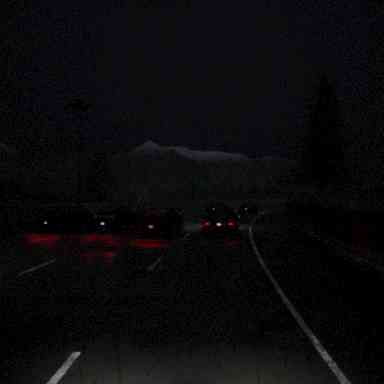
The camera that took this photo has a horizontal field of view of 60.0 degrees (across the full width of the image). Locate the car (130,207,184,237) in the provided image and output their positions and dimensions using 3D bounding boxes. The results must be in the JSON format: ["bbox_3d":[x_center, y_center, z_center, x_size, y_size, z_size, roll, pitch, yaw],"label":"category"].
[{"bbox_3d":[-1.729,1.635,19.334,1.882,1.535,5.008,0,0,8],"label":"car"}]

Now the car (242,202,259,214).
[{"bbox_3d":[6.844,1.909,39.927,1.994,1.385,4.181,0,-1,18],"label":"car"}]

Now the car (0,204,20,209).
[{"bbox_3d":[-17.582,1.820,30.864,1.895,1.301,4.718,0,0,13],"label":"car"}]

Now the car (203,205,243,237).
[{"bbox_3d":[1.762,1.712,19.289,2.033,1.411,5.357,0,0,9],"label":"car"}]

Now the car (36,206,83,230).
[{"bbox_3d":[-8.330,1.659,22.251,2.128,1.511,4.902,0,0,9],"label":"car"}]

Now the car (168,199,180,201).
[{"bbox_3d":[-3.888,2.102,68.806,2.033,1.411,5.357,0,-1,26],"label":"car"}]

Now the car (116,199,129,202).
[{"bbox_3d":[-14.297,2.103,71.513,2.033,1.411,5.357,0,-1,26],"label":"car"}]

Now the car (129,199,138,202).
[{"bbox_3d":[-10.678,2.041,70.892,1.882,1.535,5.008,0,-1,26],"label":"car"}]

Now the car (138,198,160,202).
[{"bbox_3d":[-8.188,2.066,68.085,2.128,1.511,4.902,0,0,26],"label":"car"}]

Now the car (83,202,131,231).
[{"bbox_3d":[-4.848,1.664,21.905,2.128,1.511,4.902,0,0,10],"label":"car"}]

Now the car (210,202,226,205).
[{"bbox_3d":[3.059,1.898,39.565,1.994,1.385,4.181,0,-1,18],"label":"car"}]
